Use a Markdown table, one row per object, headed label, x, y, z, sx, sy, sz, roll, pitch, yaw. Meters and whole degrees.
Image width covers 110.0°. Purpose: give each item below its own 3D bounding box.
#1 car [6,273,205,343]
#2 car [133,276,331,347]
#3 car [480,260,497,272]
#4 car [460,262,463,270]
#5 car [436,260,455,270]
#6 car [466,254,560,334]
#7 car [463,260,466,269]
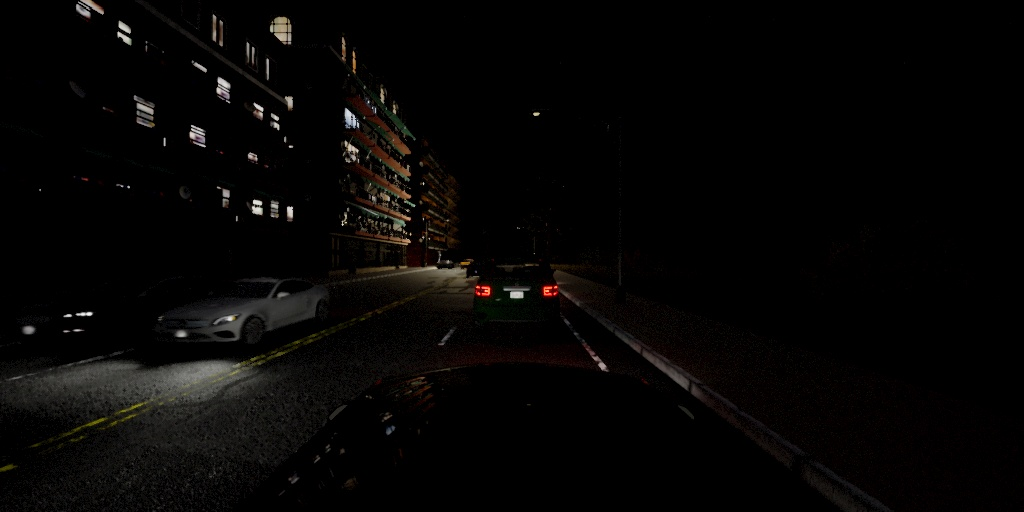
| label | x | y | z | sx | sy | sz | roll | pitch | yaw |
| --- | --- | --- | --- | --- | --- | --- | --- | --- | --- |
| car | -9.820 | 1.243 | 9.741 | 2.128 | 1.511 | 4.902 | 0 | 0 | 0 |
| car | -6.571 | 1.277 | 9.456 | 1.812 | 1.442 | 4.674 | 0 | 0 | 0 |
| car | -2.976 | 1.256 | 45.972 | 1.837 | 1.490 | 4.892 | 0 | 0 | 0 |
| car | -6.400 | 1.228 | 52.579 | 1.882 | 1.535 | 5.008 | 0 | 0 | 0 |
| car | -9.651 | 1.297 | 52.522 | 2.033 | 1.411 | 5.357 | 0 | 0 | 0 |
| car | 0.129 | 0.973 | 10.796 | 2.150 | 2.045 | 5.566 | 0 | 0 | 0 |
| car | -3.030 | 1.230 | 32.961 | 1.882 | 1.535 | 5.008 | 0 | -1 | 0 |
